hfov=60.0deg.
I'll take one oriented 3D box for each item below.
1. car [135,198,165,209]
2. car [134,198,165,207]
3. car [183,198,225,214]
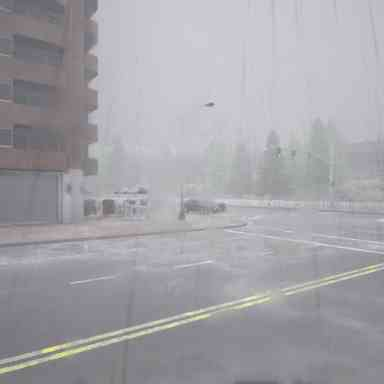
[{"bbox_3d":[-5.471,1.545,43.133,1.895,1.301,4.718,0,0,-38],"label":"car"},{"bbox_3d":[-6.366,1.546,49.485,4.718,1.301,1.895,0,0,43],"label":"car"},{"bbox_3d":[0.867,1.449,34.312,1.837,1.490,4.892,0,0,-35],"label":"car"}]
